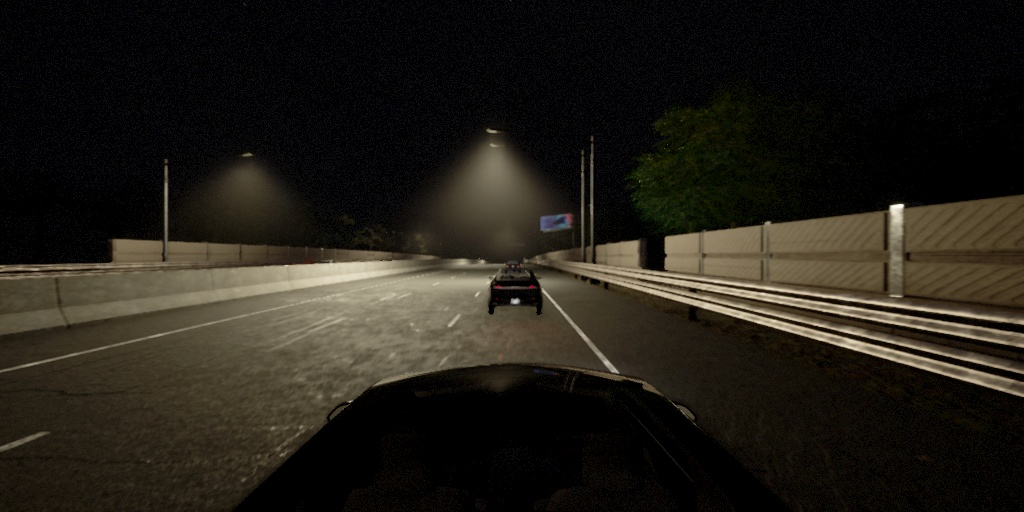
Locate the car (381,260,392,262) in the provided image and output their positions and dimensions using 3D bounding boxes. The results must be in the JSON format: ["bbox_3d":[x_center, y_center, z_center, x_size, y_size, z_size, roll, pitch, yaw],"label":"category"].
[{"bbox_3d":[-17.544,1.253,50.172,1.994,1.385,4.181,0,0,0],"label":"car"}]

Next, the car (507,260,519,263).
[{"bbox_3d":[0.109,1.229,42.715,2.033,1.411,5.357,0,0,0],"label":"car"}]

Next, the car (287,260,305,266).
[{"bbox_3d":[-24.556,1.159,42.586,1.882,1.535,5.008,0,0,0],"label":"car"}]

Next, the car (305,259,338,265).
[{"bbox_3d":[-21.062,1.207,40.797,1.812,1.442,4.674,0,0,0],"label":"car"}]

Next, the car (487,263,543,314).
[{"bbox_3d":[0.106,1.192,13.515,2.128,1.511,4.902,0,0,0],"label":"car"}]
